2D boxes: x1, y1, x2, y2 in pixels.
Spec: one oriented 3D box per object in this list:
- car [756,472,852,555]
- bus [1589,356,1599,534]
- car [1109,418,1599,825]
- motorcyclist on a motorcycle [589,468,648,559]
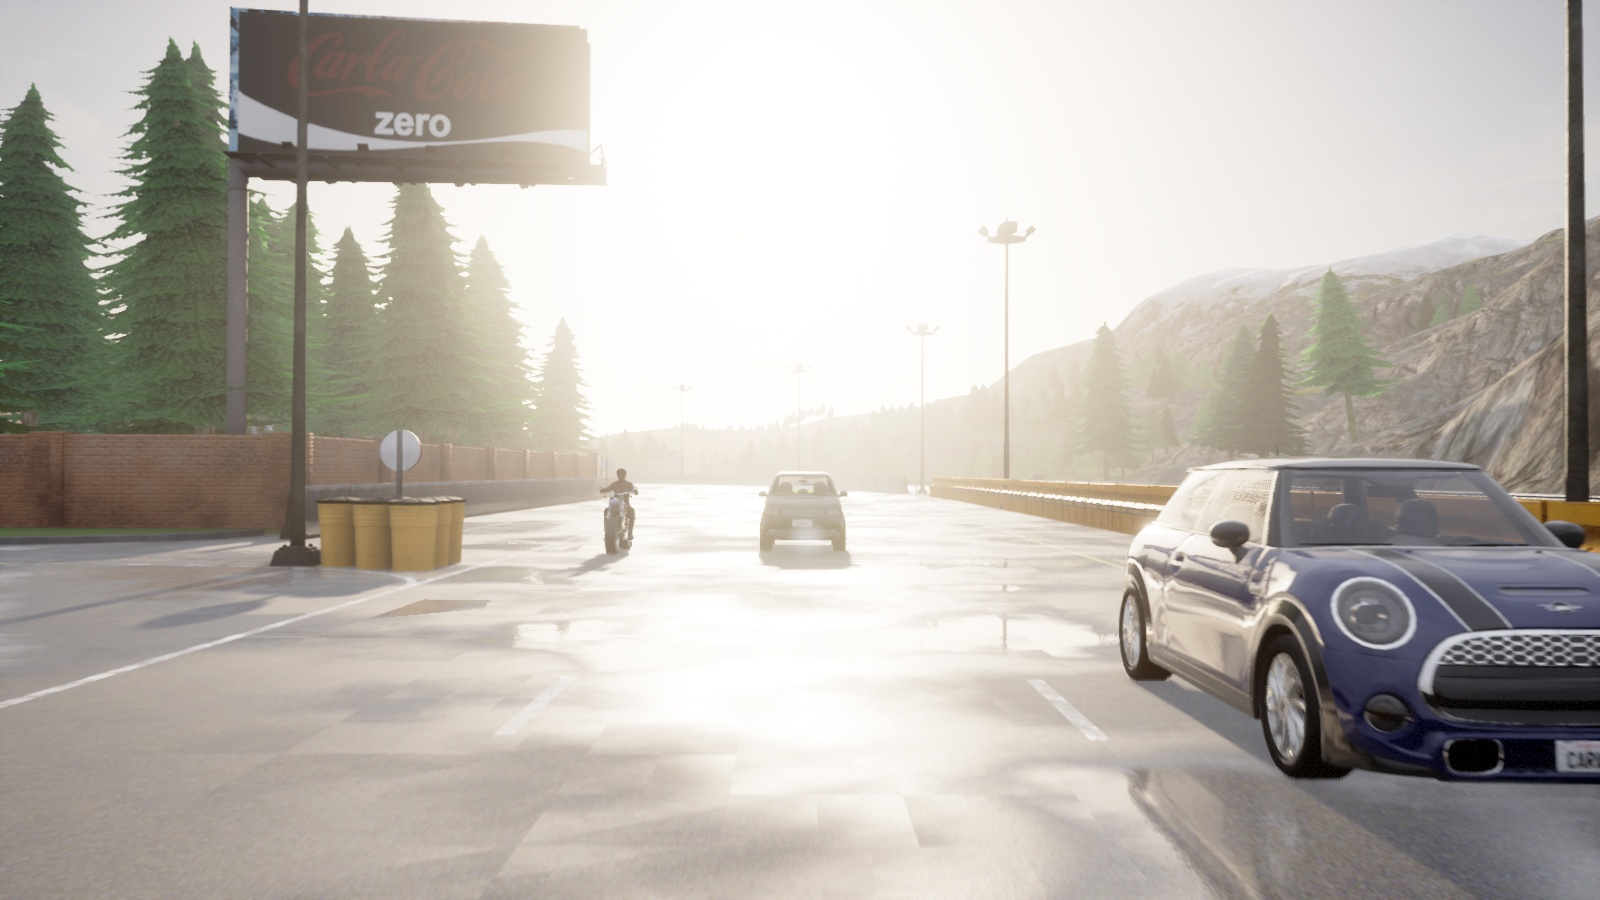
[{"bbox_3d":[0.074,1.215,25.360,1.789,1.549,3.705,0,-1,0],"label":"car"},{"bbox_3d":[21.068,-0.225,25.229,3.944,4.253,10.273,0,-1,0],"label":"bus"},{"bbox_3d":[3.514,0.789,7.750,2.097,1.767,4.553,0,-1,0],"label":"car"},{"bbox_3d":[-3.431,1.176,23.906,0.766,1.649,2.350,0,-1,0],"label":"motorcyclist on a motorcycle"}]
